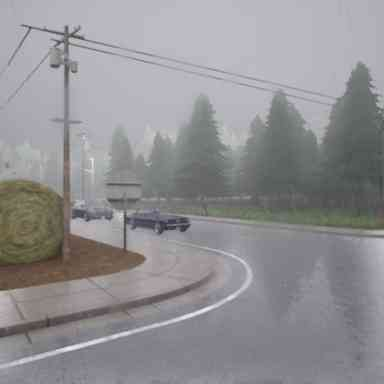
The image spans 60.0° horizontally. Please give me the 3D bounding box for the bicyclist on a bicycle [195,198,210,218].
[{"bbox_3d":[0.909,1.331,27.808,1.656,1.620,0.582,0,0,-38],"label":"bicyclist on a bicycle"}]

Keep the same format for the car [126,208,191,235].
[{"bbox_3d":[-2.109,1.633,19.561,1.895,1.301,4.718,0,0,-38],"label":"car"}]

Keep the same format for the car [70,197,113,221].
[{"bbox_3d":[-8.232,1.385,27.308,2.097,1.767,4.553,0,0,-38],"label":"car"}]
